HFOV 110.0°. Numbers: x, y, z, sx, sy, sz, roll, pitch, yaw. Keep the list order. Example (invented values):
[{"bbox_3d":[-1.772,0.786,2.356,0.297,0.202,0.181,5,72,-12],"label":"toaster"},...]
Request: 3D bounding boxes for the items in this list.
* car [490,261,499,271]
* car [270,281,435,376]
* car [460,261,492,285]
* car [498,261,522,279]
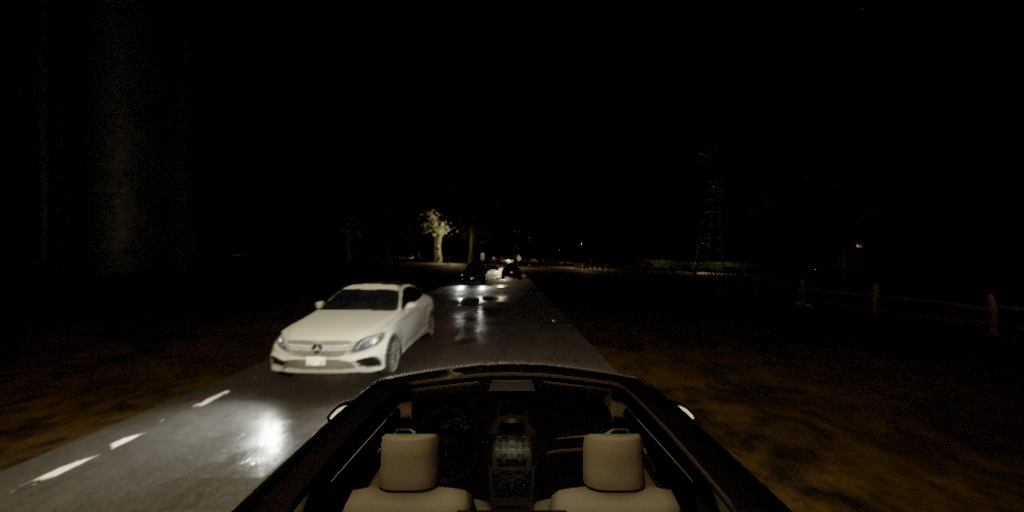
[{"bbox_3d":[-3.015,1.538,56.893,1.882,1.535,5.008,1,0,0],"label":"car"},{"bbox_3d":[-2.857,1.282,7.539,1.812,1.442,4.674,1,0,0],"label":"car"},{"bbox_3d":[-2.887,1.396,28.174,1.837,1.490,4.892,1,-1,0],"label":"car"},{"bbox_3d":[-0.058,1.532,36.108,1.994,1.385,4.181,1,0,0],"label":"car"}]
